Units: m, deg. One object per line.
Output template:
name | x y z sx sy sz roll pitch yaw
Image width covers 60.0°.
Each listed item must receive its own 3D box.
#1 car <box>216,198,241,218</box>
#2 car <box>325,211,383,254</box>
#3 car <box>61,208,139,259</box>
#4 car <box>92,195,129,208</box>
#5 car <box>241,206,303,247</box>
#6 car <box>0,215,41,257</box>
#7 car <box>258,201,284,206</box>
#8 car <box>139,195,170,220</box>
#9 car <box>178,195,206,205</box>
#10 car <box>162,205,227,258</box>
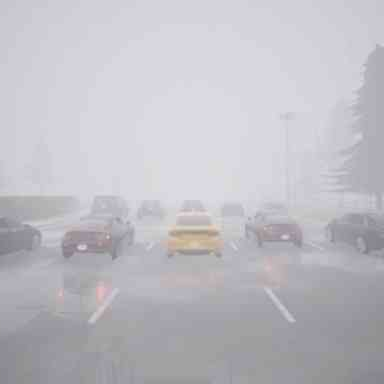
car | 3.598 1.544 30.959 1.882 1.535 5.008 0 0 0
car | 7.087 1.535 13.529 1.837 1.490 4.892 0 0 0
car | -3.418 1.553 12.679 1.812 1.442 4.674 0 0 0
car | -6.909 1.282 28.538 2.150 2.045 5.566 0 0 0
car | 3.585 1.558 15.091 1.812 1.442 4.674 0 0 0
car | -6.923 1.530 11.299 1.837 1.490 4.892 0 0 0
car | 7.094 1.568 29.666 1.837 1.490 4.892 0 0 0
car | -3.408 1.415 29.109 2.097 1.767 4.553 0 0 0
car | 0.092 1.415 29.124 2.097 1.767 4.553 0 0 0
car | 0.082 1.505 12.903 1.882 1.535 5.008 0 0 0
